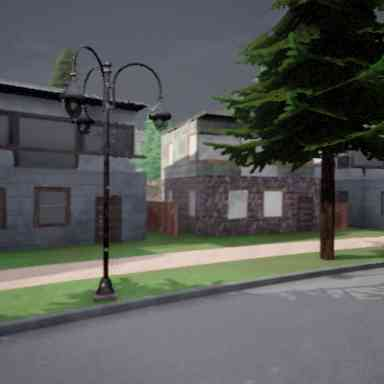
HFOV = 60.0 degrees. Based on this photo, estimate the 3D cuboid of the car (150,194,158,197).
[{"bbox_3d":[-8.983,1.145,79.017,1.905,1.878,3.866,0,0,-13],"label":"car"}]
